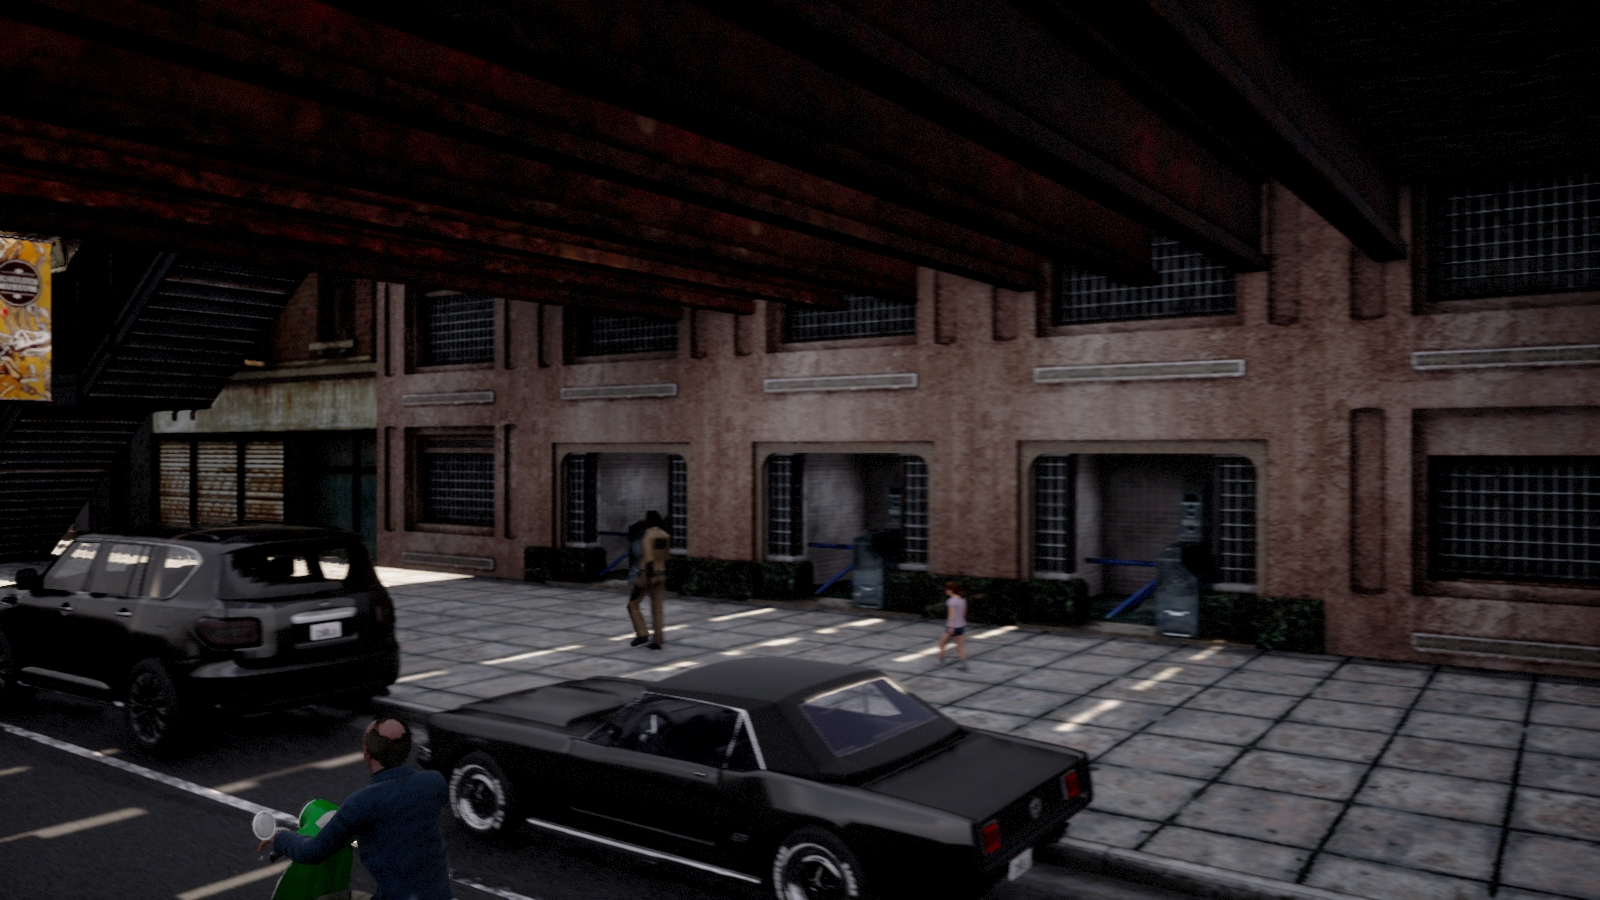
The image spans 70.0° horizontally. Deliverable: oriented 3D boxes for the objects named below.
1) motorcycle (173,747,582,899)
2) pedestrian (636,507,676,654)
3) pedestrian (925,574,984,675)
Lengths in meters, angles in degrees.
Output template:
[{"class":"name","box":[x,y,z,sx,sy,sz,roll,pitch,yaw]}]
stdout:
[{"class":"motorcycle","box":[-1.935,2.182,5.155,1.805,1.236,0.856,0,0,35]},{"class":"pedestrian","box":[-1.887,1.696,14.978,0.375,1.860,0.375,0,0,39]},{"class":"pedestrian","box":[1.855,2.076,13.697,0.500,1.100,0.500,0,0,-44]}]
